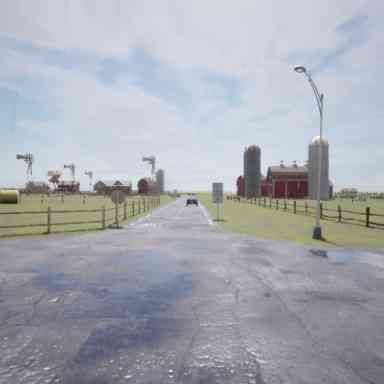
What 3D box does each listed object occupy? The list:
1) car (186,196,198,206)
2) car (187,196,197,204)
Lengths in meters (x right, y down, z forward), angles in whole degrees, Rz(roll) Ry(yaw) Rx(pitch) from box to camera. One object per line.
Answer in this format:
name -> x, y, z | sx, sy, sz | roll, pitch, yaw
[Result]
car -> 0.027, 1.498, 56.782 | 1.882, 1.535, 5.008 | 0, 0, 0
car -> 0.032, 1.590, 67.204 | 1.994, 1.385, 4.181 | 0, 0, 0
